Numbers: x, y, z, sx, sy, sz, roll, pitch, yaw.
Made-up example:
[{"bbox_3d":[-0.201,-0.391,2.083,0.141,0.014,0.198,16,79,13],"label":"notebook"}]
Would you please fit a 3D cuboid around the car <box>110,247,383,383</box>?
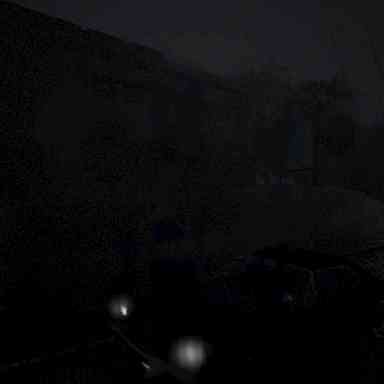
[{"bbox_3d":[1.277,1.612,4.989,4.718,1.301,1.895,0,0,-37],"label":"car"}]
